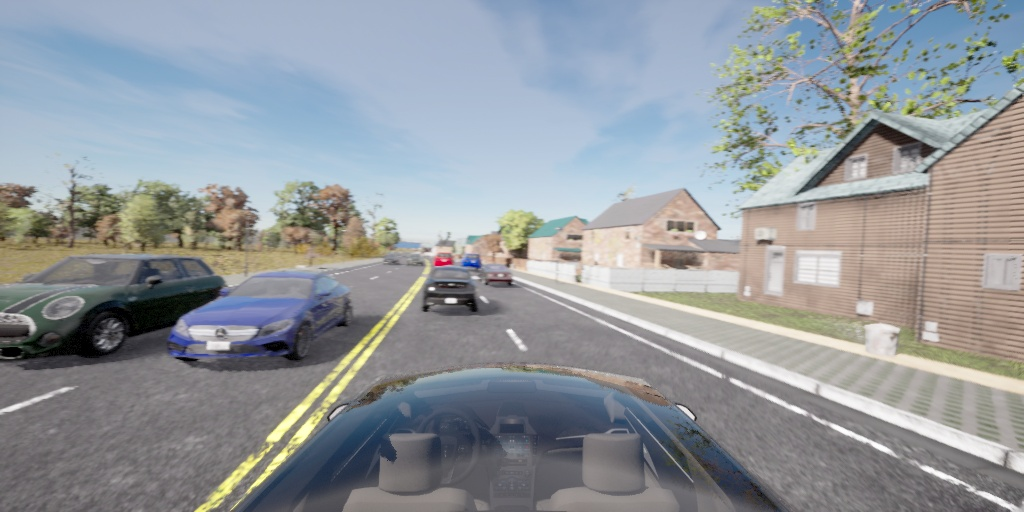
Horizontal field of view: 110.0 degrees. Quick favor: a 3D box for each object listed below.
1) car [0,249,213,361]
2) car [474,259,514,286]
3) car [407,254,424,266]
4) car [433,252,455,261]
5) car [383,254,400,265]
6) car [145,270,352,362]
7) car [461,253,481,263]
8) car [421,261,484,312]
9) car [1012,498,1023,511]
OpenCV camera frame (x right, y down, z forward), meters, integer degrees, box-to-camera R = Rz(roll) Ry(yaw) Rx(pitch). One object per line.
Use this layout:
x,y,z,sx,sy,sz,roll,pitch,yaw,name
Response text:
-7.979,0.738,7.205,2.097,1.767,4.553,3,0,-10,car
-1.170,1.208,24.515,2.033,1.411,5.357,2,0,-11,car
-13.080,0.454,48.850,2.097,1.767,4.553,2,0,-12,car
-7.638,0.573,40.129,2.150,2.045,5.566,3,0,-12,car
-16.551,0.455,49.518,1.837,1.490,4.892,2,0,-12,car
-4.763,1.054,7.627,1.812,1.442,4.674,3,0,-10,car
-4.764,0.697,41.919,2.150,2.045,5.566,2,0,-12,car
-2.337,1.131,13.586,1.837,1.490,4.892,3,0,-11,car
4.224,1.466,0.226,1.812,1.442,4.674,3,0,-10,car
